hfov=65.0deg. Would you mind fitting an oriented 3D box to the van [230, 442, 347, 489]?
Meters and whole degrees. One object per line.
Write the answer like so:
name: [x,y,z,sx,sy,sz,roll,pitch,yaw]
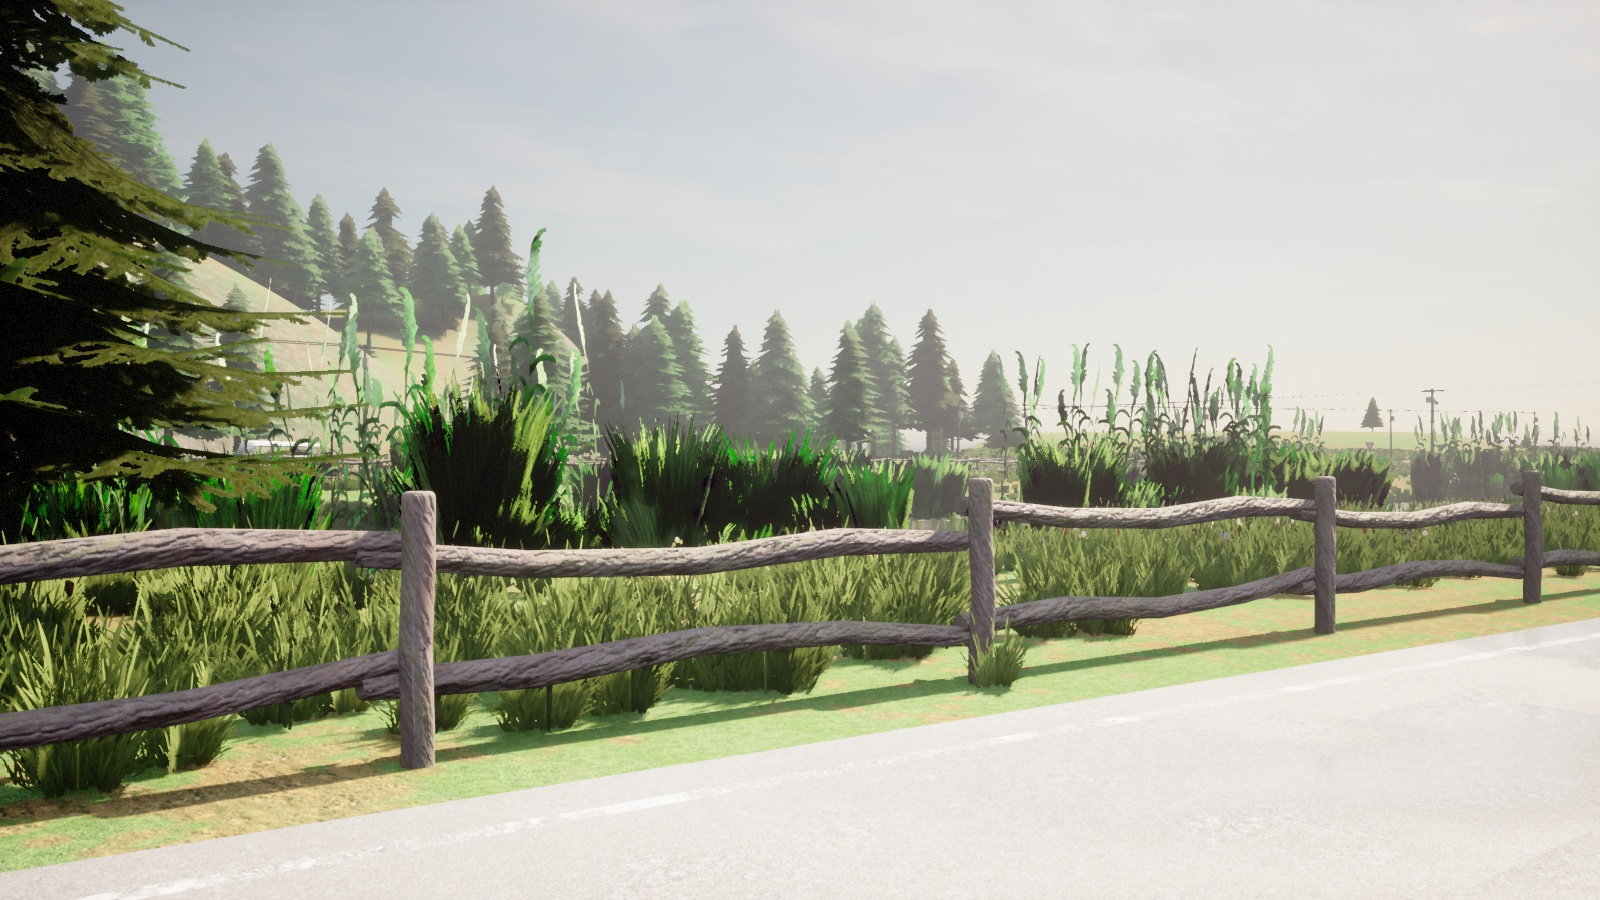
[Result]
van: [-23.294,0.692,57.295,4.480,2.038,2.069,0,0,-44]
